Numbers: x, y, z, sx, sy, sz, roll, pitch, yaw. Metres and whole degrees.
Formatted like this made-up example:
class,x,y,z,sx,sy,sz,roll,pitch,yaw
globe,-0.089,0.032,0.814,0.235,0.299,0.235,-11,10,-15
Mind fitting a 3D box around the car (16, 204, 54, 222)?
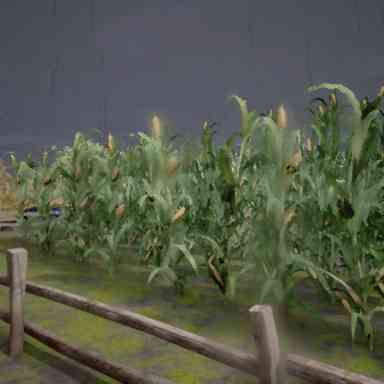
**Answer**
class,x,y,z,sx,sy,sz,roll,pitch,yaw
car,-11.370,1.521,26.022,1.994,1.385,4.181,0,0,37
